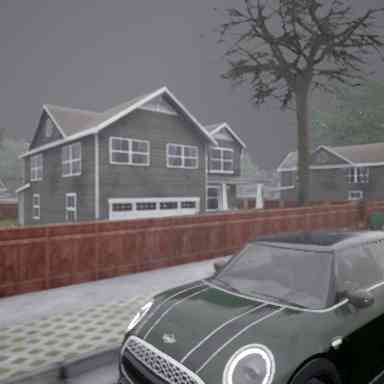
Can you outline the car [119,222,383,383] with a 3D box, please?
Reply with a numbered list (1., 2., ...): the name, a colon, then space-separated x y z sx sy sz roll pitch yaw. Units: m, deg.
1. car: 1.373 1.360 4.311 4.553 1.767 2.097 0 0 -39
